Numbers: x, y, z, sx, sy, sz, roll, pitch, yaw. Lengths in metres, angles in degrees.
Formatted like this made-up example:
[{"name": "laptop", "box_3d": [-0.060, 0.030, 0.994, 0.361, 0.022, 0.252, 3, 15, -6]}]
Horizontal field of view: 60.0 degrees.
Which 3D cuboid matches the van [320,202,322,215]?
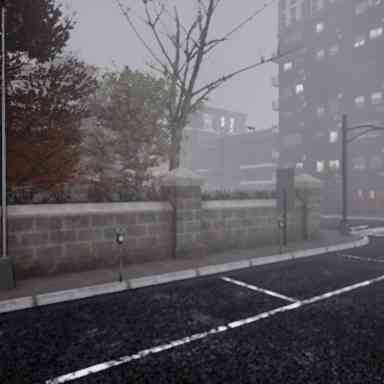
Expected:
[{"name": "van", "box_3d": [10.770, 1.616, 32.887, 1.690, 1.788, 3.998, -1, 0, -36]}]
